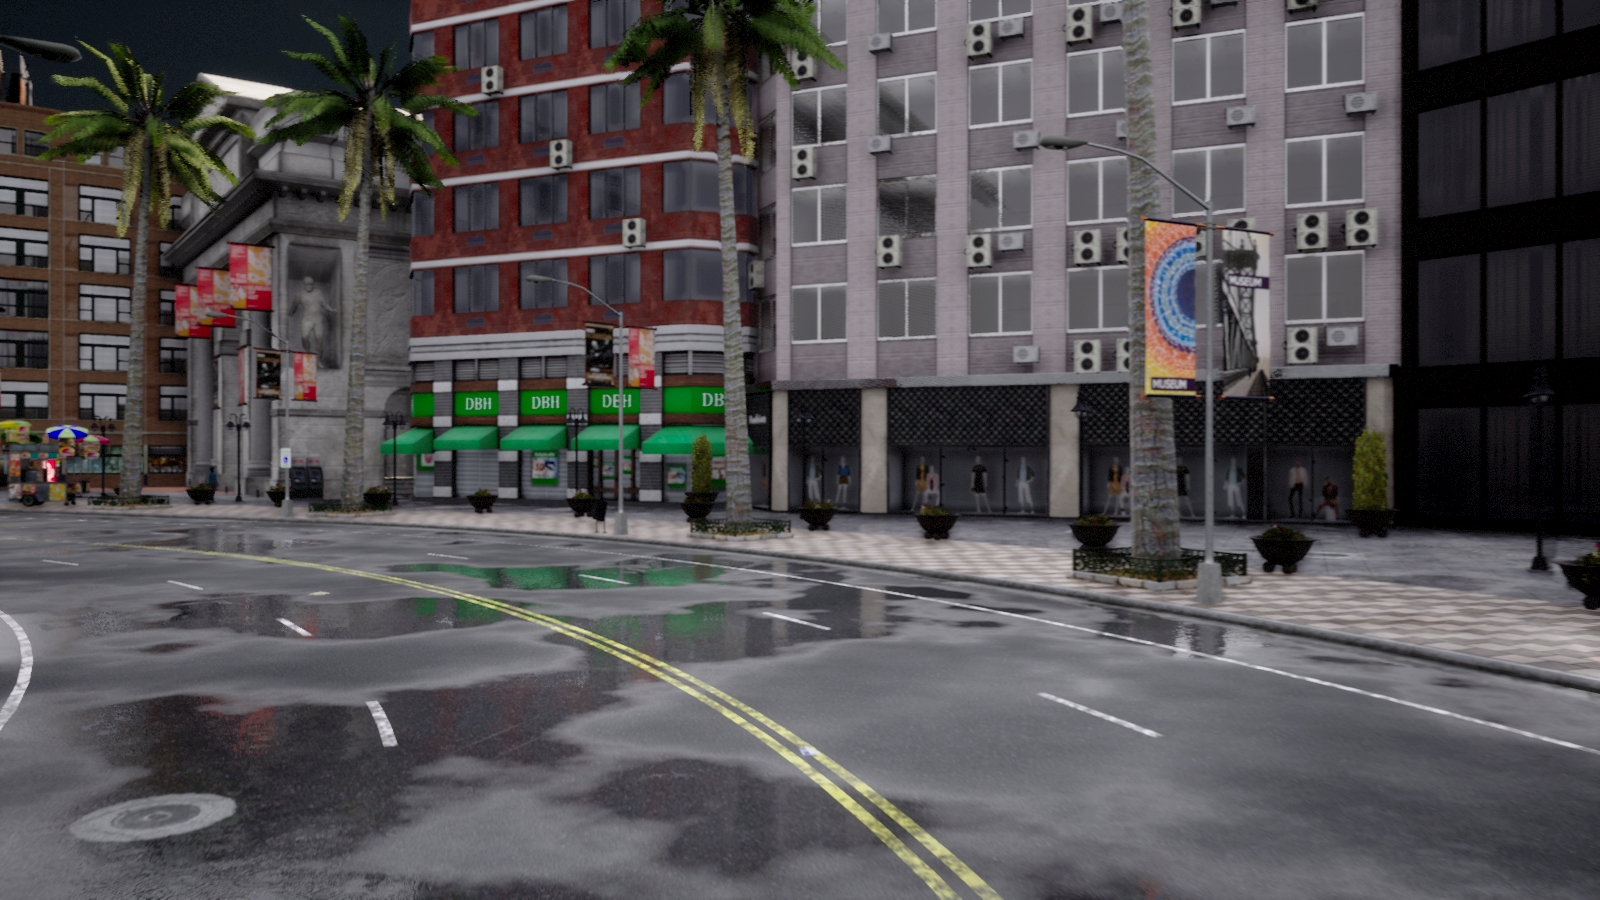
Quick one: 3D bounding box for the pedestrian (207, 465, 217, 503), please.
[{"bbox_3d":[-29.131,1.676,56.609,0.375,1.860,0.375,0,0,-39],"label":"pedestrian"}]
